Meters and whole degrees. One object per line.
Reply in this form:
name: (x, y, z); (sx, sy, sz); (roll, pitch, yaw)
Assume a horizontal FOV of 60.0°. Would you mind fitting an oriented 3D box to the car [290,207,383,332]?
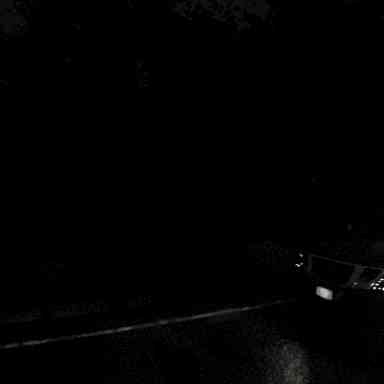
car: (4.510, 1.264, 6.341); (5.566, 2.045, 2.150); (2, 0, -27)
